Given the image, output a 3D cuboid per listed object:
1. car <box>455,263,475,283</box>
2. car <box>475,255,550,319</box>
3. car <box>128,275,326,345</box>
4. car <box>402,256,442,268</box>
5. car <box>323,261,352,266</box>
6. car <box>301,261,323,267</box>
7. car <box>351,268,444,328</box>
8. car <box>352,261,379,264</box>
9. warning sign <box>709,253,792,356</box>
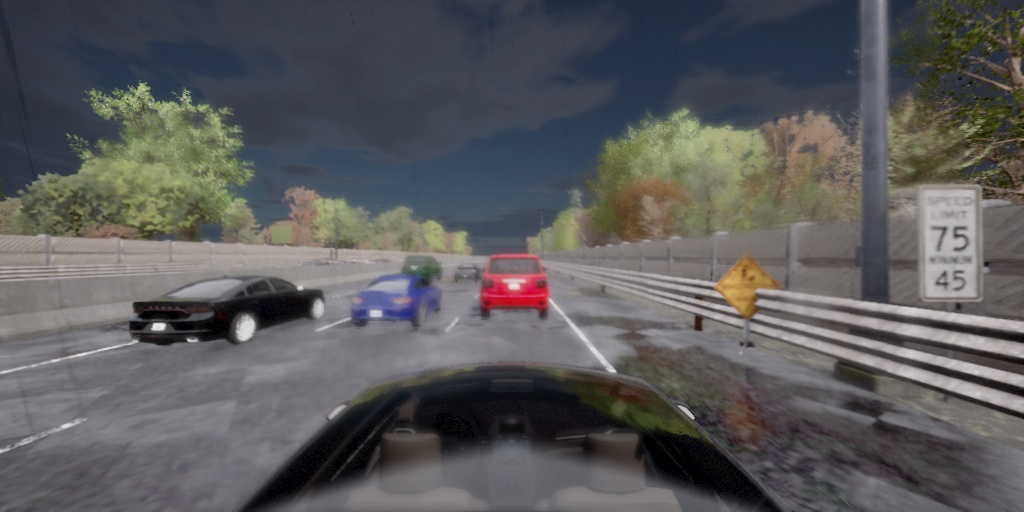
[{"bbox_3d":[-3.405,1.288,28.855,2.128,1.511,4.902,0,0,0],"label":"car"},{"bbox_3d":[0.091,0.987,12.976,2.150,2.045,5.566,0,0,0],"label":"car"},{"bbox_3d":[-6.931,1.239,9.531,1.882,1.535,5.008,0,0,0],"label":"car"},{"bbox_3d":[-6.903,1.016,28.056,2.150,2.045,5.566,0,0,0],"label":"car"},{"bbox_3d":[-21.062,1.327,45.059,2.128,1.511,4.902,0,0,0],"label":"car"},{"bbox_3d":[-24.560,1.327,45.060,2.128,1.511,4.902,0,0,0],"label":"car"},{"bbox_3d":[-3.420,1.290,11.355,1.812,1.442,4.674,0,0,0],"label":"car"},{"bbox_3d":[-17.565,1.358,44.513,1.812,1.442,4.674,0,0,0],"label":"car"},{"bbox_3d":[4.553,0.873,6.948,1.300,1.860,1.060,0,0,0],"label":"warning sign"}]
